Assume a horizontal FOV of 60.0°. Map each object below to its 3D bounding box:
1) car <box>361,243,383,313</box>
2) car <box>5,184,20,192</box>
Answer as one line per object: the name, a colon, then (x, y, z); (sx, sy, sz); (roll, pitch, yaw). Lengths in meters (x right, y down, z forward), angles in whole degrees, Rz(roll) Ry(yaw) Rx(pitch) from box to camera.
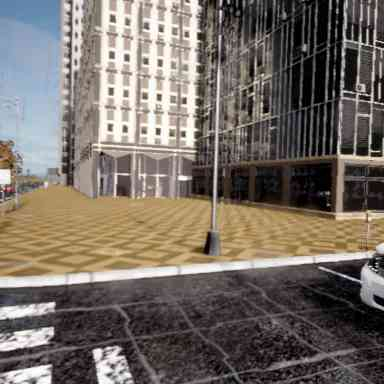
car: (5.469, 1.142, 5.401); (5.566, 2.045, 2.150); (1, 2, -21)
car: (-27.816, -0.605, 51.242); (1.994, 1.385, 4.181); (1, 2, -22)
